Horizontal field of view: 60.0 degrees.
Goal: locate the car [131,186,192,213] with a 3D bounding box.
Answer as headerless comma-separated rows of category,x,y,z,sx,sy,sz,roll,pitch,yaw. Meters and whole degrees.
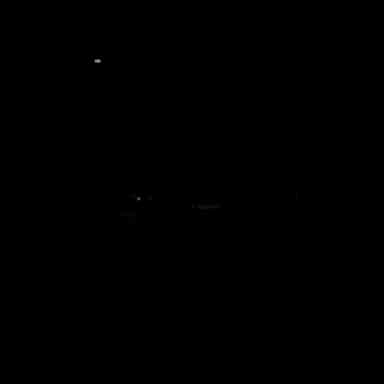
car,-2.289,0.493,26.283,2.150,2.045,5.566,1,2,36

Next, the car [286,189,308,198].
car,16.143,0.178,51.986,1.994,1.385,4.181,1,1,34

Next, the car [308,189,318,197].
car,21.308,0.107,59.948,1.994,1.385,4.181,1,1,32
